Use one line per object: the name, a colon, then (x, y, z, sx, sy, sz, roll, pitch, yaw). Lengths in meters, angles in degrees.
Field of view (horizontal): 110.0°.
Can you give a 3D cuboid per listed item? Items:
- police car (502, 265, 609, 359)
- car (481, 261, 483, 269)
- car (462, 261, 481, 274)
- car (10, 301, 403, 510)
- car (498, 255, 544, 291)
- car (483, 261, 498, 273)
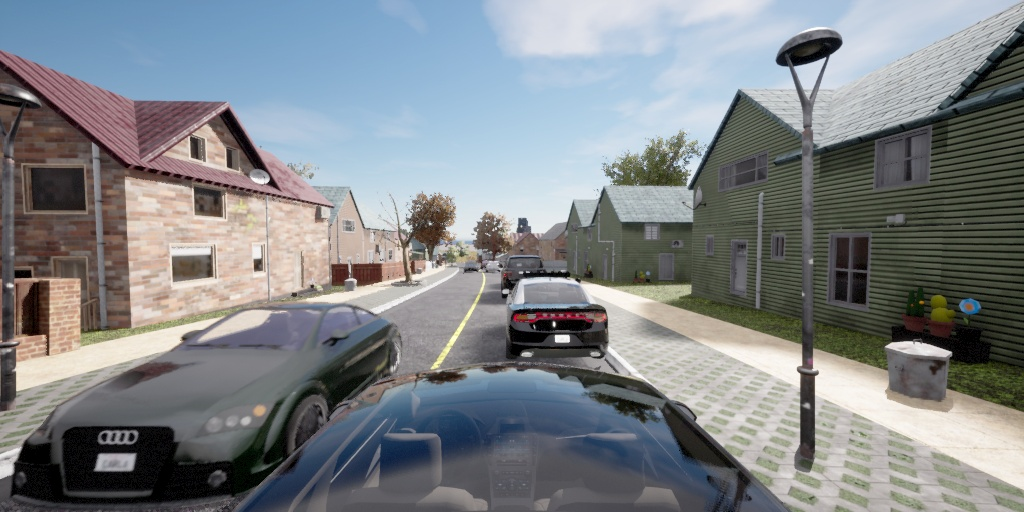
police car: (0.799, 1.174, 8.547, 1.930, 1.638, 5.238, 0, 0, -1)
car: (-4.421, 1.508, 61.482, 1.812, 1.442, 4.674, 0, 0, -9)
car: (-5.124, 1.389, 44.996, 1.837, 1.490, 4.892, 0, 0, -6)
car: (-2.883, 1.313, 4.591, 1.994, 1.385, 4.181, 0, 0, 0)
car: (0.520, 0.987, 18.528, 2.150, 2.045, 5.566, 0, 0, -2)
car: (-2.540, 1.410, 47.603, 1.812, 1.442, 4.674, 0, 0, -6)
